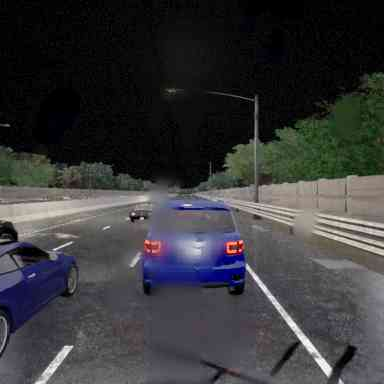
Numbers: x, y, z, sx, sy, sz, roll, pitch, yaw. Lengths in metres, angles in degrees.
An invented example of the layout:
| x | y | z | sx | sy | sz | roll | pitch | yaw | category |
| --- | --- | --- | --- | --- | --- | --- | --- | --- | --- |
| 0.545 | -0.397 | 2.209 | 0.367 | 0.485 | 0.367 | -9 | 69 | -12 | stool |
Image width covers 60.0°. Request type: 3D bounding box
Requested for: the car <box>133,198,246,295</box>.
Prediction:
| x | y | z | sx | sy | sz | roll | pitch | yaw | category |
| --- | --- | --- | --- | --- | --- | --- | --- | --- | --- |
| 0.022 | 1.225 | 8.873 | 2.150 | 2.045 | 5.566 | 0 | 0 | -1 | car |

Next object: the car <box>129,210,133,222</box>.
| x | y | z | sx | sy | sz | roll | pitch | yaw | category |
| --- | --- | --- | --- | --- | --- | --- | --- | --- | --- |
| -3.632 | 1.625 | 26.187 | 1.895 | 1.301 | 4.718 | 0 | 0 | -1 | car |

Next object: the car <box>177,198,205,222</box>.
| x | y | z | sx | sy | sz | roll | pitch | yaw | category |
| --- | --- | --- | --- | --- | --- | --- | --- | --- | --- |
| -0.139 | 1.379 | 27.490 | 2.097 | 1.767 | 4.553 | 0 | 0 | -1 | car |

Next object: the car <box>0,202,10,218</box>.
| x | y | z | sx | sy | sz | roll | pitch | yaw | category |
| --- | --- | --- | --- | --- | --- | --- | --- | --- | --- |
| -17.855 | 1.594 | 28.683 | 1.994 | 1.385 | 4.181 | 0 | 0 | -1 | car |

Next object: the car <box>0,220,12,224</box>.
| x | y | z | sx | sy | sz | roll | pitch | yaw | category |
| --- | --- | --- | --- | --- | --- | --- | --- | --- | --- |
| -6.978 | 1.226 | 8.962 | 2.150 | 2.045 | 5.566 | 0 | 0 | -1 | car |

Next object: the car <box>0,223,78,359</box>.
| x | y | z | sx | sy | sz | roll | pitch | yaw | category |
| --- | --- | --- | --- | --- | --- | --- | --- | --- | --- |
| -3.460 | 1.528 | 5.638 | 1.812 | 1.442 | 4.674 | 0 | 0 | -1 | car |
